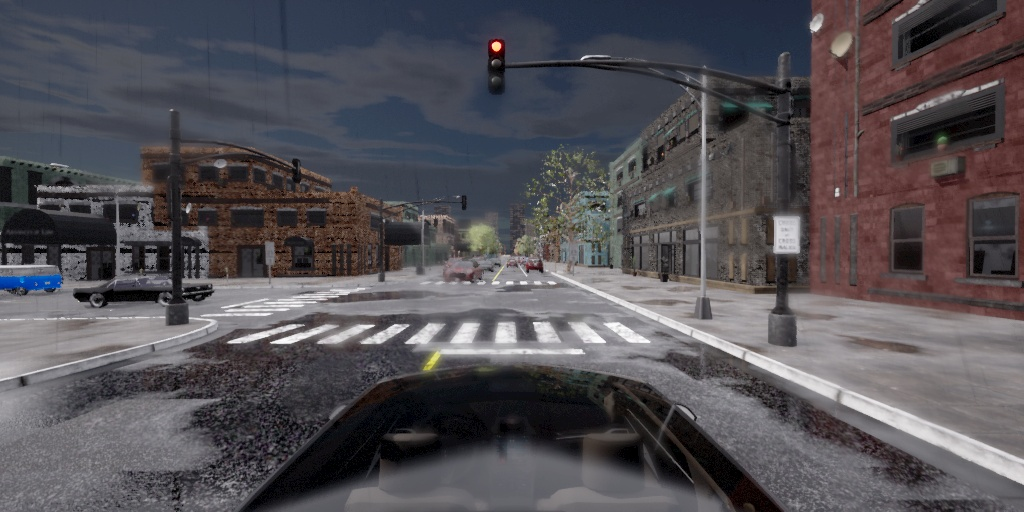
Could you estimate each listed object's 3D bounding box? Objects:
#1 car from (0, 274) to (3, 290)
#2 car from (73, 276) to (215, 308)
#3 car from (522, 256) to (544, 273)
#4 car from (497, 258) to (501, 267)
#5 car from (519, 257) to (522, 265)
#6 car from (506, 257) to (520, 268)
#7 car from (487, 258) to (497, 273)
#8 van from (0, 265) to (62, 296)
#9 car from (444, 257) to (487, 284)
[{"bbox_3d":[-31.175,1.717,19.369,4.181,1.385,1.994,-1,1,-1],"label":"car"},{"bbox_3d":[-16.547,1.577,16.351,4.718,1.301,1.895,-1,1,-1],"label":"car"},{"bbox_3d":[2.663,1.055,42.860,2.192,1.841,5.009,0,0,0],"label":"car"},{"bbox_3d":[-3.092,1.086,64.221,2.097,1.767,4.553,0,0,0],"label":"car"},{"bbox_3d":[2.650,1.287,59.491,2.007,1.370,4.403,0,0,0],"label":"car"},{"bbox_3d":[0.053,1.262,62.686,1.812,1.442,4.674,0,0,0],"label":"car"},{"bbox_3d":[-3.130,1.246,43.360,1.837,1.490,4.892,0,0,0],"label":"car"},{"bbox_3d":[-30.312,1.458,21.972,3.998,1.789,1.690,0,0,-1],"label":"van"},{"bbox_3d":[-3.588,1.099,27.425,2.097,1.767,4.553,0,0,6],"label":"car"}]
